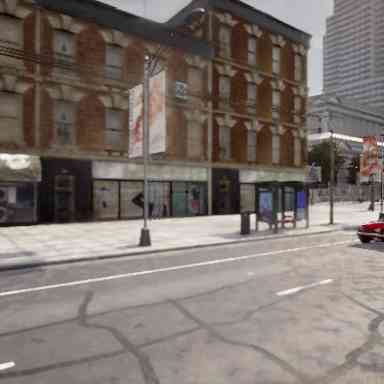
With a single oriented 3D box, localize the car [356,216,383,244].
[{"bbox_3d":[9.449,1.670,15.035,4.718,1.301,1.895,0,0,-36],"label":"car"}]
